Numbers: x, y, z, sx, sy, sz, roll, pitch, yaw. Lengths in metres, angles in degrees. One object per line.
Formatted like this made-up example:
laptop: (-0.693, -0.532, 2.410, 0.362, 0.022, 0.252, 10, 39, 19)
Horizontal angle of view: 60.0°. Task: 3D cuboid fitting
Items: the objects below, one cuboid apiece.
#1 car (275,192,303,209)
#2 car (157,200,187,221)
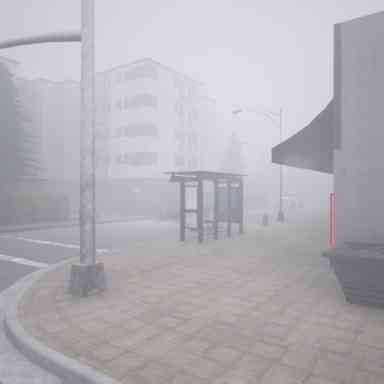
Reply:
car: (12.677, 1.042, 43.073, 2.150, 2.045, 5.566, 0, 0, 36)
car: (-0.555, 1.328, 24.794, 1.837, 1.490, 4.892, 0, 0, 36)
